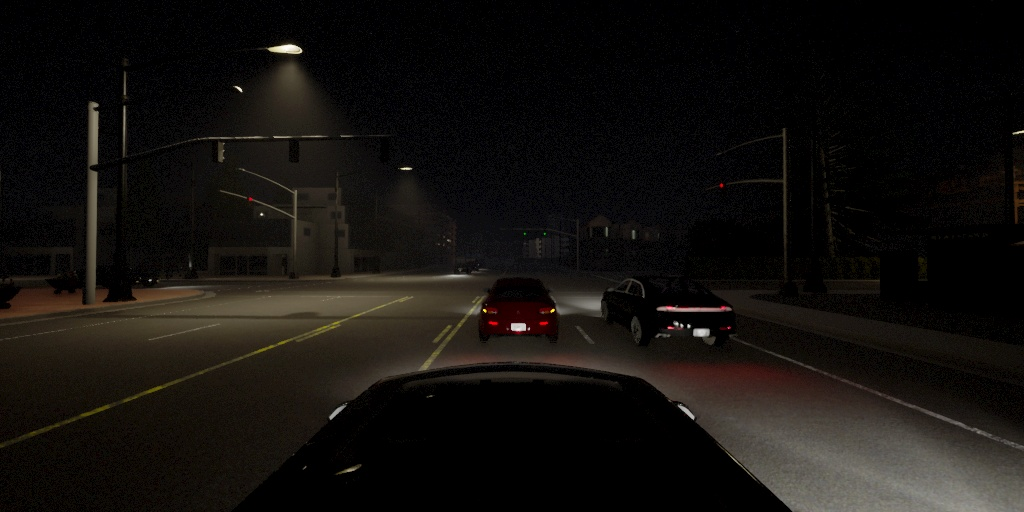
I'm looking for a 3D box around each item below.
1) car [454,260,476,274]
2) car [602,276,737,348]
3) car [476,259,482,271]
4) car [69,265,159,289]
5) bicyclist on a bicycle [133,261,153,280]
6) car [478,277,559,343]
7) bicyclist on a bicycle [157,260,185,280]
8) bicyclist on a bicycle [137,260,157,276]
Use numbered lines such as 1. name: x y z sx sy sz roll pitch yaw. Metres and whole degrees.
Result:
1. car: -6.510 1.588 47.822 2.128 1.511 4.902 0 0 1
2. car: 3.664 1.252 9.273 2.128 1.511 4.902 0 0 1
3. car: -6.378 1.642 57.159 1.837 1.490 4.892 0 0 1
4. car: -25.854 1.331 23.277 4.892 1.490 1.837 0 -1 1
5. bicyclist on a bicycle: -32.649 1.242 31.735 1.656 1.620 0.582 0 0 19
6. car: 0.174 1.289 9.641 1.812 1.442 4.674 0 0 1
7. bicyclist on a bicycle: -29.284 1.230 31.012 1.656 1.620 0.582 1 -1 -22
8. bicyclist on a bicycle: -31.153 1.119 31.246 1.656 1.620 0.582 27 4 -24
